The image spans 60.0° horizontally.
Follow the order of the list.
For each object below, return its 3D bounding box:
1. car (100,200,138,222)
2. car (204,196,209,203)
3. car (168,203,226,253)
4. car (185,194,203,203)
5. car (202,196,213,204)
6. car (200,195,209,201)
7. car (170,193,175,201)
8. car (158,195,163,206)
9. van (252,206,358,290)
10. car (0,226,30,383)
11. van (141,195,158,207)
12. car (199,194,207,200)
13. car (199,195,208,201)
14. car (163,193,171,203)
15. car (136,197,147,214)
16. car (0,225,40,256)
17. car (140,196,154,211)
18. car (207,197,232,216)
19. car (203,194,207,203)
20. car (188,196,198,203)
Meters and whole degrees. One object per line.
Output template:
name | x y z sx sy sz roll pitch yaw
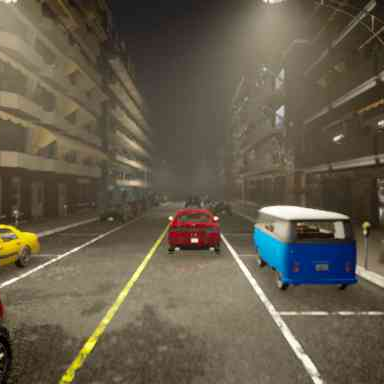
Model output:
car | -5.667 1.497 25.321 1.947 1.339 4.313 0 0 0
car | 2.727 1.453 36.345 2.008 1.369 4.403 -1 0 0
car | 0.067 1.440 13.444 1.882 1.535 5.008 0 0 0
car | 0.157 1.228 47.098 2.097 1.767 4.553 0 0 0
car | 2.753 1.373 58.610 1.752 1.417 4.829 -1 0 0
car | 2.773 1.355 75.009 1.887 1.381 4.507 -1 0 0
car | -5.610 1.126 75.032 2.192 1.841 5.009 -1 0 0
car | -5.642 1.315 47.415 1.967 1.590 4.097 -1 0 0
van | 2.692 1.317 8.729 1.690 1.788 3.998 -1 0 0
car | -3.098 1.346 1.862 2.097 1.767 4.553 0 0 0
van | -5.650 1.229 41.892 1.690 1.788 3.998 -1 0 0
car | 2.787 1.311 86.225 1.752 1.417 4.829 -1 0 0
car | 2.780 1.349 80.532 2.008 1.369 4.403 -1 0 0
car | -5.621 1.401 63.986 1.947 1.339 4.313 -1 0 0
car | -5.661 1.461 30.845 1.887 1.381 4.507 0 0 0
car | -5.688 1.501 8.582 1.752 1.417 4.829 0 0 0
car | -5.654 1.447 36.369 1.887 1.381 4.507 0 0 0
car | 2.720 1.467 30.822 2.008 1.369 4.403 -1 0 0
car | 2.746 1.412 52.916 2.008 1.369 4.403 -1 0 0
car | 0.179 1.399 64.018 1.994 1.385 4.181 0 0 0
